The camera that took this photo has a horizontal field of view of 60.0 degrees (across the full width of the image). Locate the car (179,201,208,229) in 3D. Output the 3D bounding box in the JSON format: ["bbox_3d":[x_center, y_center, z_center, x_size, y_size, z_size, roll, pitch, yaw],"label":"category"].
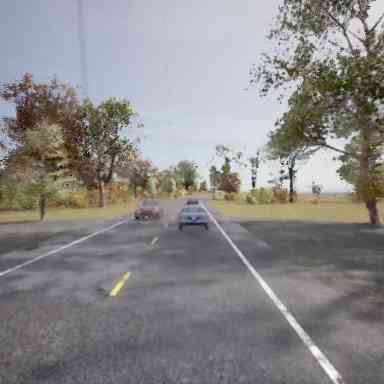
[{"bbox_3d":[0.100,1.577,21.886,2.033,1.411,5.357,0,0,0],"label":"car"}]

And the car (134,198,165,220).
[{"bbox_3d":[-3.520,1.389,28.126,2.097,1.767,4.553,0,0,1],"label":"car"}]

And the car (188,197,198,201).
[{"bbox_3d":[0.123,1.648,61.812,1.994,1.385,4.181,0,0,0],"label":"car"}]
